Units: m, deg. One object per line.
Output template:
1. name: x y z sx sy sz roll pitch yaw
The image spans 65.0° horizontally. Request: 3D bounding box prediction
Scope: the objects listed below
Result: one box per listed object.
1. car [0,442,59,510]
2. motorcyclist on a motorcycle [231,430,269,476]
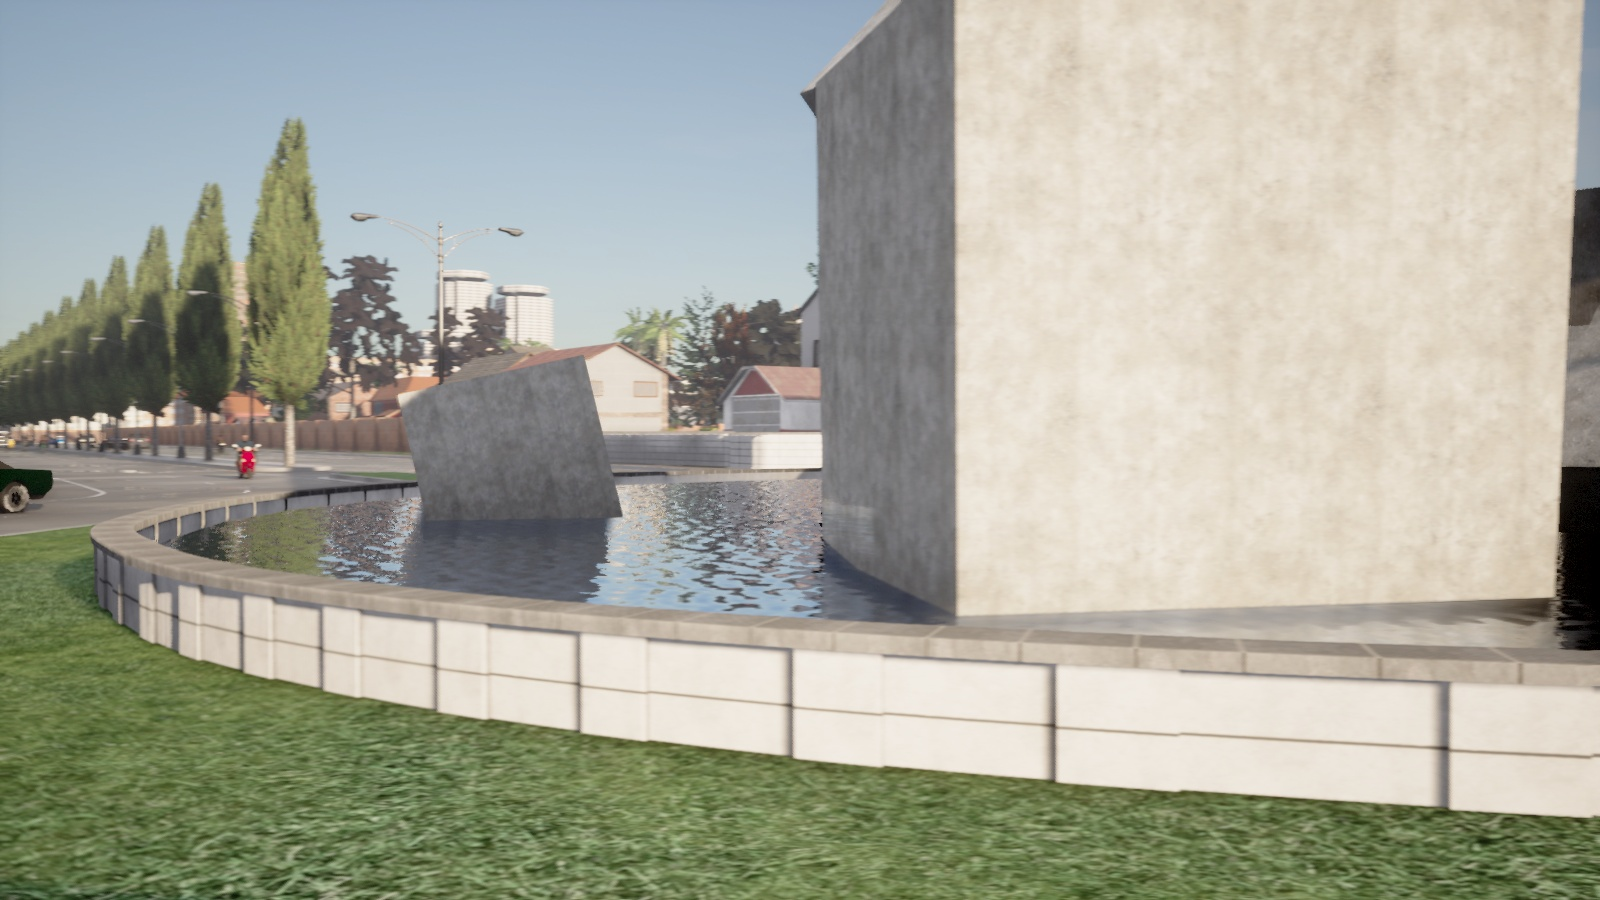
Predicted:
1. car: -16.751 0.520 23.914 1.895 1.301 4.718 0 1 11
2. motorcyclist on a motorcycle: -19.250 0.081 43.930 0.866 1.590 1.817 0 1 -35
